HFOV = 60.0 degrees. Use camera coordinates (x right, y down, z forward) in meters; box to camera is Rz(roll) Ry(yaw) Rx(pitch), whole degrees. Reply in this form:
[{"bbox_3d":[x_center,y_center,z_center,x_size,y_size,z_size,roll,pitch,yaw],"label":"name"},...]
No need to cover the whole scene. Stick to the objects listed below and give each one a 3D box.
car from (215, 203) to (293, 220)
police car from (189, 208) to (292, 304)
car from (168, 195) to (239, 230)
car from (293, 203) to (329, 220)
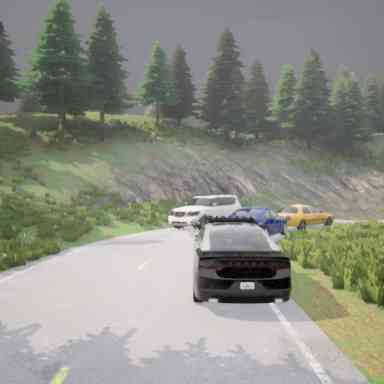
[{"bbox_3d":[3.232,1.476,16.410,1.882,1.535,5.008,0,0,32],"label":"car"},{"bbox_3d":[0.961,1.425,8.358,1.930,1.638,5.238,0,0,0],"label":"police car"},{"bbox_3d":[0.990,1.219,20.632,2.150,2.045,5.566,-1,-1,39],"label":"car"},{"bbox_3d":[6.757,1.453,20.369,5.366,1.575,1.801,0,0,-39],"label":"car"}]
